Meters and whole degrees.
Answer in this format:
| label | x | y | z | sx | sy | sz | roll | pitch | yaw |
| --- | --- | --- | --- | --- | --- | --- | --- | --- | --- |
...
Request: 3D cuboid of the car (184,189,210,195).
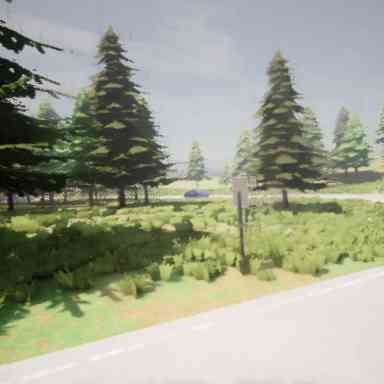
| label | x | y | z | sx | sy | sz | roll | pitch | yaw |
| --- | --- | --- | --- | --- | --- | --- | --- | --- | --- |
| car | 0.741 | 0.312 | 52.360 | 1.812 | 1.442 | 4.674 | -7 | 4 | -44 |
